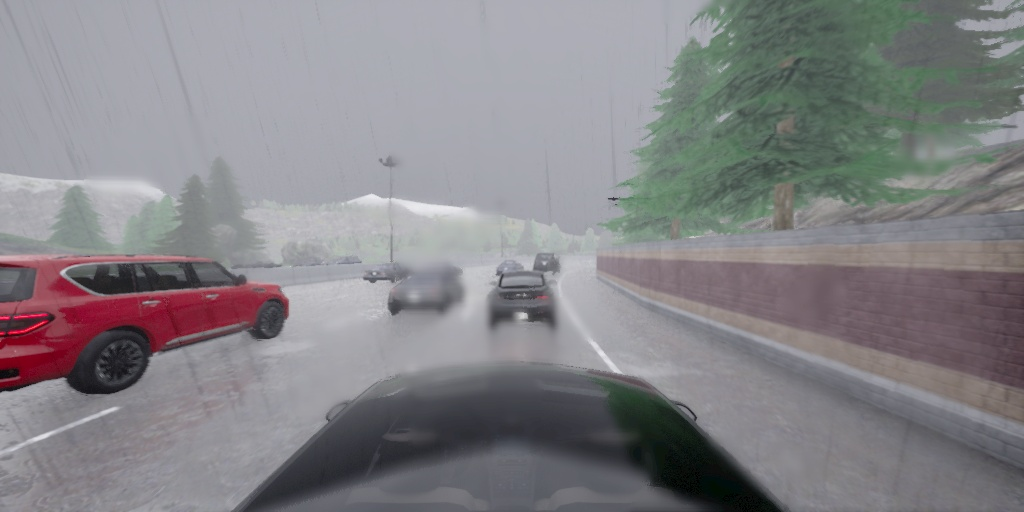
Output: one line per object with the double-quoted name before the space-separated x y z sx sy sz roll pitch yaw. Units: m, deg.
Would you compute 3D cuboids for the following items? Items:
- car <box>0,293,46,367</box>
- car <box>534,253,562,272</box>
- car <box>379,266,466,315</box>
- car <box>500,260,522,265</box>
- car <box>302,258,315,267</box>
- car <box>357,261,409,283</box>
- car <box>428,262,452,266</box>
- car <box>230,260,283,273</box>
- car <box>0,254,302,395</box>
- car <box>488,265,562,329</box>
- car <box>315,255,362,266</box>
"car" -10.316 1.408 4.847 1.895 1.301 4.718 0 0 0
"car" 3.344 0.722 33.222 2.150 2.045 5.566 0 0 12
"car" -2.993 1.254 13.373 1.994 1.385 4.181 0 0 3
"car" -0.099 1.088 33.631 1.994 1.385 4.181 0 0 12
"car" -20.920 0.862 37.706 1.994 1.385 4.181 0 0 12
"car" -8.676 1.191 26.117 2.033 1.411 5.357 0 0 9
"car" -5.124 1.163 26.226 2.033 1.411 5.357 0 0 9
"car" -27.764 1.099 39.170 1.895 1.301 4.718 0 0 12
"car" -6.811 0.988 6.823 2.150 2.045 5.566 -1 0 1
"car" 0.355 1.186 11.003 1.837 1.490 4.892 -1 0 3
"car" -17.495 0.707 36.989 2.097 1.767 4.553 0 0 12
